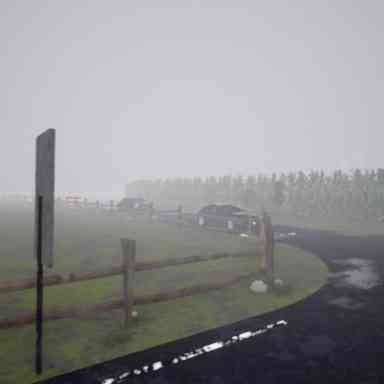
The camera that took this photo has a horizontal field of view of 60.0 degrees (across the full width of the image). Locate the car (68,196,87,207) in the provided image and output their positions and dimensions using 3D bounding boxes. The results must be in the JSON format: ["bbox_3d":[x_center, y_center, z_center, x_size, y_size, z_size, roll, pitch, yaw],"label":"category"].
[{"bbox_3d":[-16.387,1.288,46.982,1.882,1.535,5.008,1,0,-35],"label":"car"}]

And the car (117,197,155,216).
[{"bbox_3d":[-5.200,1.255,30.938,2.097,1.767,4.553,1,0,-35],"label":"car"}]

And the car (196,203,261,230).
[{"bbox_3d":[2.126,1.475,20.424,1.837,1.490,4.892,1,0,-34],"label":"car"}]
